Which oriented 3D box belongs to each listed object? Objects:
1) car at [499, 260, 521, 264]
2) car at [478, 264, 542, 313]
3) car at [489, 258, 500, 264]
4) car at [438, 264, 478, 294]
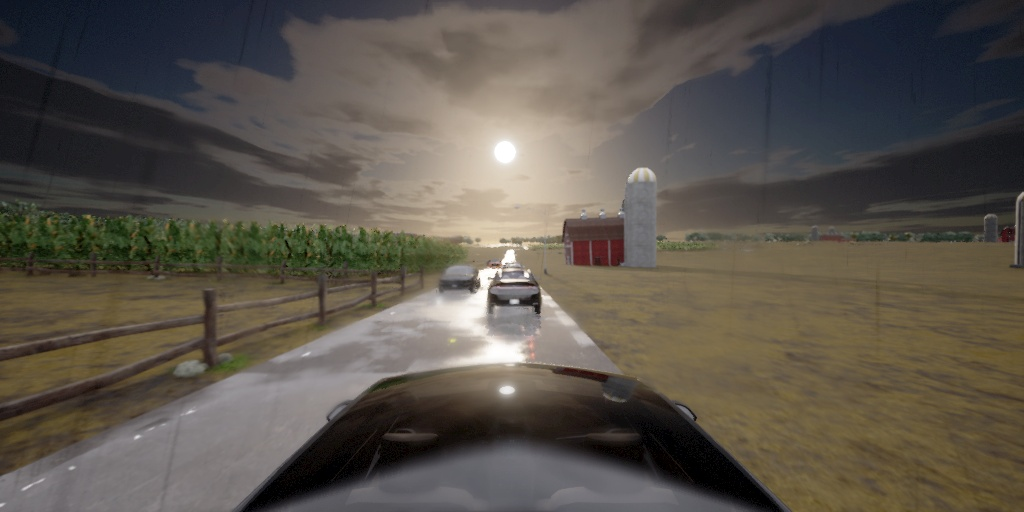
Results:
[{"bbox_3d":[0.084,1.228,30.931,1.882,1.535,5.008,0,0,0],"label":"car"},{"bbox_3d":[0.083,1.227,13.758,2.128,1.511,4.902,0,0,0],"label":"car"},{"bbox_3d":[-2.812,1.219,61.792,2.097,1.767,4.553,0,0,1],"label":"car"},{"bbox_3d":[-2.857,1.215,20.325,1.882,1.535,5.008,0,0,0],"label":"car"}]
